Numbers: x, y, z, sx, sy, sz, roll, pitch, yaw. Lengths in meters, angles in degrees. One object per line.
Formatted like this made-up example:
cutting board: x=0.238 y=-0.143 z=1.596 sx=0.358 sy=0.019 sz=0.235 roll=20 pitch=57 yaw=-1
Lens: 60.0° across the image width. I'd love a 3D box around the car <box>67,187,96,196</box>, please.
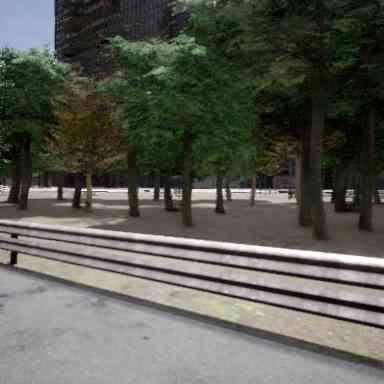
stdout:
car: x=-18.833 y=-0.106 z=56.687 sx=4.674 sy=1.442 sz=1.812 roll=0 pitch=1 yaw=-3
